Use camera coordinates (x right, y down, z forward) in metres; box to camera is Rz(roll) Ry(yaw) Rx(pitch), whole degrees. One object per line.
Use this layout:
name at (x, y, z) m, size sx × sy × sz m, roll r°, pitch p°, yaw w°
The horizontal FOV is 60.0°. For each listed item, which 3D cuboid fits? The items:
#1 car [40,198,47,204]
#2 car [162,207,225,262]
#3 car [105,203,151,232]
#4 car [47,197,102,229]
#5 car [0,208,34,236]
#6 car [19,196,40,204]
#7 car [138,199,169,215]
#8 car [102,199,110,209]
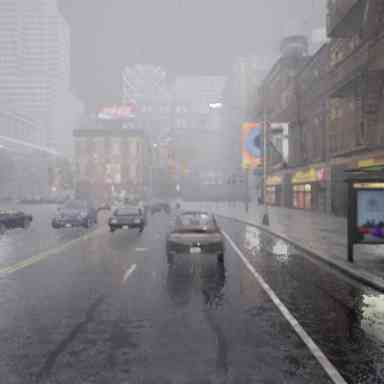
car at (-23.960, 1.557, 58.508) m, size 4.718 × 1.301 × 1.895 m, roll 0°, pitch 0°, yaw 30°
car at (0.096, 1.484, 12.111) m, size 2.128 × 1.511 × 4.902 m, roll 0°, pitch 0°, yaw 0°
car at (-3.715, 1.588, 19.953) m, size 1.895 × 1.301 × 4.718 m, roll 0°, pitch 0°, yaw -5°
car at (-7.413, 1.337, 21.485) m, size 2.097 × 1.767 × 4.553 m, roll 0°, pitch 0°, yaw -7°
car at (-10.739, 1.589, 18.565) m, size 1.895 × 1.301 × 4.718 m, roll 0°, pitch 0°, yaw -3°
car at (-29.263, 1.480, 60.678) m, size 4.674 × 1.452 × 2.002 m, roll 0°, pitch 0°, yaw 20°
car at (-3.703, 1.483, 33.525) m, size 1.837 × 1.490 × 4.892 m, roll 1°, pitch 0°, yaw -23°
car at (-11.345, 1.538, 39.746) m, size 1.994 × 1.385 × 4.181 m, roll 0°, pitch 0°, yaw -36°
